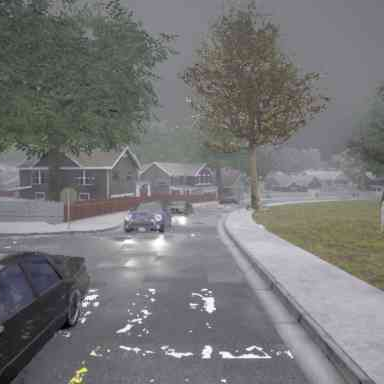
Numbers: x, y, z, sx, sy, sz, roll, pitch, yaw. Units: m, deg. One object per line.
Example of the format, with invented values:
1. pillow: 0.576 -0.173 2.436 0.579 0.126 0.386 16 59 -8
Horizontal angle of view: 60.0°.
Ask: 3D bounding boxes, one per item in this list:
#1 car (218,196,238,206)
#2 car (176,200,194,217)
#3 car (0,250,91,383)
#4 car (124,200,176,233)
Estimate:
1. car: 5.811 1.363 52.080 2.033 1.411 5.357 1 1 26
2. car: -1.113 1.478 30.844 1.994 1.385 4.181 1 0 12
3. car: -2.815 1.543 4.176 2.033 1.411 5.357 0 0 -1
4. car: -2.414 1.320 19.192 2.097 1.767 4.553 0 0 4
